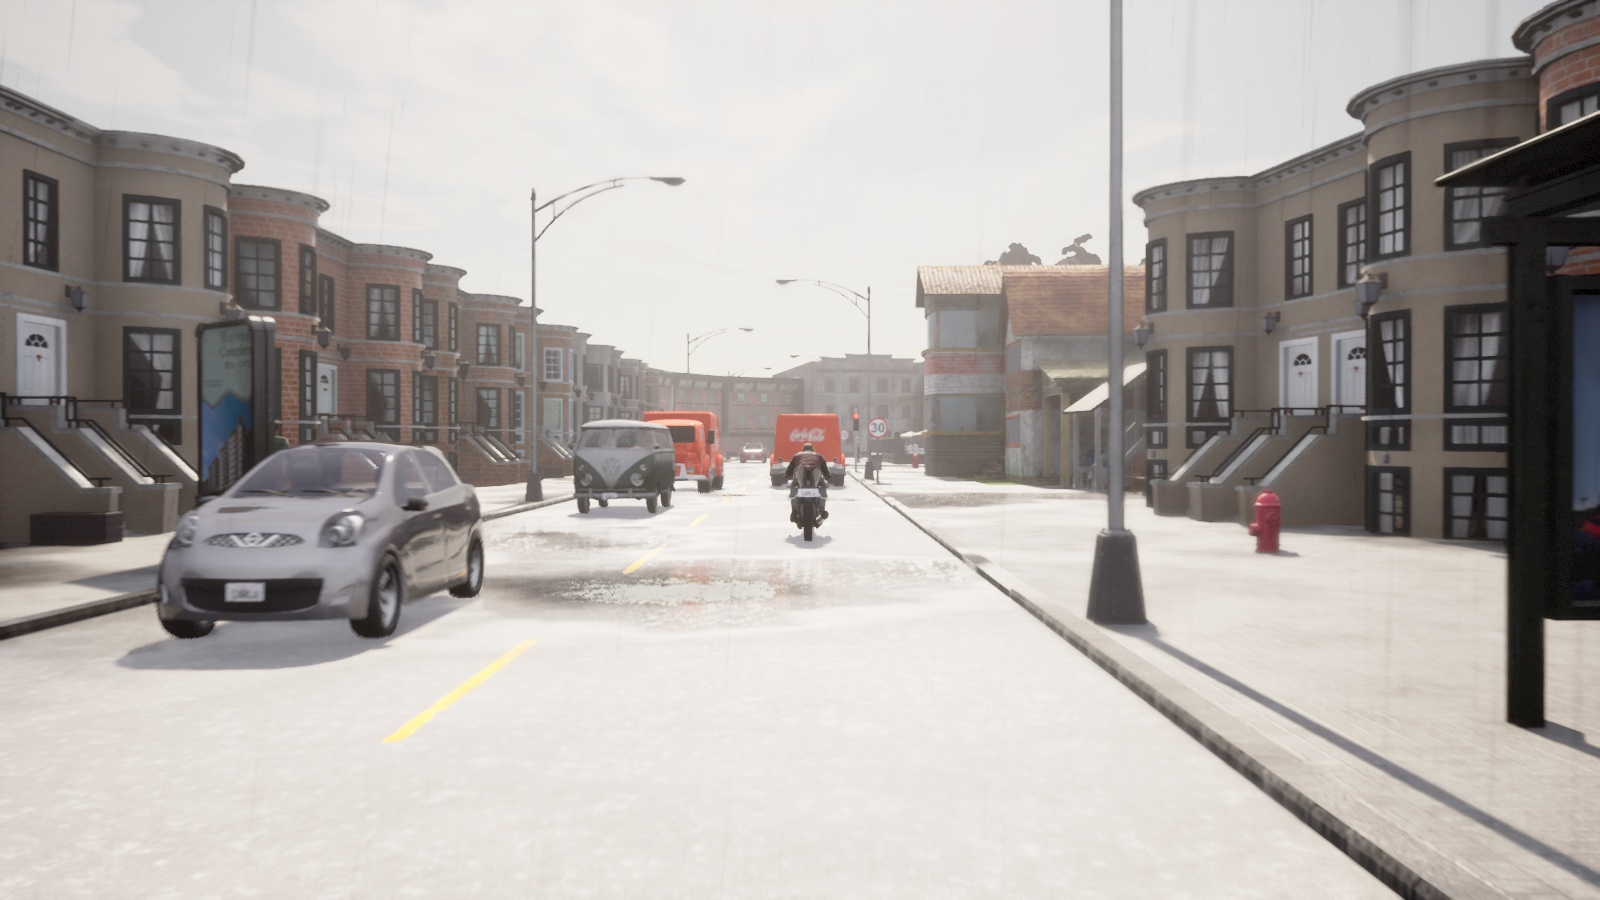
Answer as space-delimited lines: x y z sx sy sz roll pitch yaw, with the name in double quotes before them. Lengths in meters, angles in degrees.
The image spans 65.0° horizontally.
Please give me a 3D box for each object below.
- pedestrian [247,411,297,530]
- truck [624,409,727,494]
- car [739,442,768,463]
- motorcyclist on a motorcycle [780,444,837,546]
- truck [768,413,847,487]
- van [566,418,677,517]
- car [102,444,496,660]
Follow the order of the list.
"pedestrian" -8.757 0.332 20.855 0.423 1.949 0.788 0 0 7
"truck" -3.760 0.037 38.999 2.627 2.467 5.204 0 0 0
"car" -3.463 0.160 94.133 2.007 1.525 4.514 0 0 1
"motorcyclist on a motorcycle" 0.131 0.669 20.030 0.866 1.530 2.191 0 0 0
"truck" 0.272 0.007 44.324 2.627 2.467 5.204 0 0 0
"van" -3.826 0.341 27.536 1.775 1.987 4.442 0 0 0
"car" -3.924 0.698 10.556 1.845 1.501 3.633 0 0 0
